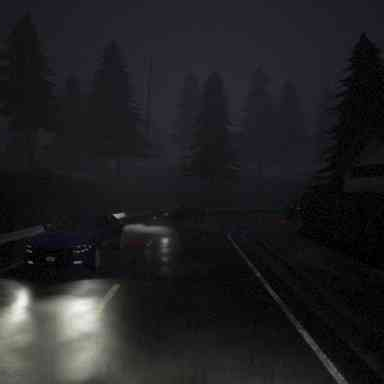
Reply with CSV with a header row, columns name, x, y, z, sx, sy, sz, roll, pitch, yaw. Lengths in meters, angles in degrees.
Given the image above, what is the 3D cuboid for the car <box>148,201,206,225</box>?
name,x,y,z,sx,sy,sz,roll,pitch,yaw
car,-0.860,1.342,22.715,1.812,1.442,4.674,0,1,40

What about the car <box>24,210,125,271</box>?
name,x,y,z,sx,sy,sz,roll,pitch,yaw
car,-3.529,1.395,10.839,1.882,1.535,5.008,0,0,1

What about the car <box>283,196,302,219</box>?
name,x,y,z,sx,sy,sz,roll,pitch,yaw
car,9.168,1.152,24.647,4.553,1.767,2.097,0,0,-19
